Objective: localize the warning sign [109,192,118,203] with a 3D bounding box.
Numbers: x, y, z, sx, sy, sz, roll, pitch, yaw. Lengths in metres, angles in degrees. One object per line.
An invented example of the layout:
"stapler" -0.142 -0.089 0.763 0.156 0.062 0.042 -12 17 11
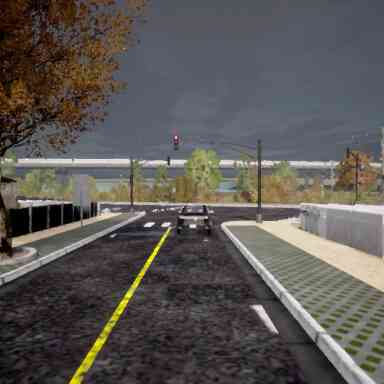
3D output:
"warning sign" -14.246 0.995 60.260 1.060 1.860 1.300 2 1 36

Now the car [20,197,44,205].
"car" -31.425 1.727 65.192 4.902 1.511 2.128 -1 2 36

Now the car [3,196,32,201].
"car" -29.517 1.855 55.693 5.008 1.535 1.882 -1 2 36

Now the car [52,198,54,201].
"car" -30.525 1.625 68.548 4.902 1.511 2.128 -1 2 36

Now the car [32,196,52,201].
"car" -27.160 1.741 58.009 5.008 1.535 1.882 0 2 37

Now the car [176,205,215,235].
"car" 0.226 1.486 19.020 2.128 1.511 4.902 0 0 4

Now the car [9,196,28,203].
"car" -38.963 1.585 74.674 4.892 1.490 1.837 -1 2 36

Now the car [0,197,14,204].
"car" -40.871 1.734 72.047 5.357 1.411 2.033 -1 2 36
